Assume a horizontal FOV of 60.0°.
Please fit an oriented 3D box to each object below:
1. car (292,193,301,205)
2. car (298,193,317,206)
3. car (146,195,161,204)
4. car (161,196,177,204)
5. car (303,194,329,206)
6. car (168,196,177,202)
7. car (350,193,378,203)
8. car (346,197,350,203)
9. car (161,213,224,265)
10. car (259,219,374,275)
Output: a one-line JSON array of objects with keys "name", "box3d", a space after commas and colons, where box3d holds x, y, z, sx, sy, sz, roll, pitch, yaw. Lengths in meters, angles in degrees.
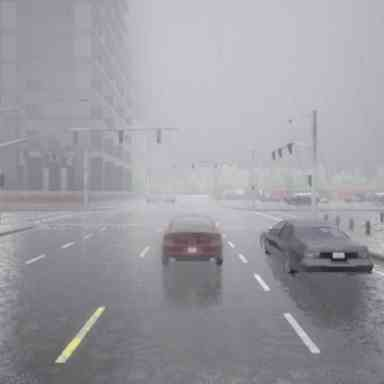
[{"name": "car", "box3d": [24.188, 1.307, 69.990, 4.605, 1.855, 1.932, 0, 0, 0]}, {"name": "car", "box3d": [24.253, 1.514, 67.306, 3.905, 1.438, 1.784, 0, 0, 0]}, {"name": "car", "box3d": [-8.060, 1.598, 66.564, 2.128, 1.511, 4.902, 0, 0, 0]}, {"name": "car", "box3d": [-4.562, 1.571, 66.637, 1.882, 1.535, 5.008, 0, 0, 0]}, {"name": "car", "box3d": [24.269, 1.542, 64.411, 3.806, 1.475, 1.970, 0, 0, 0]}, {"name": "car", "box3d": [-4.752, 1.625, 82.183, 2.033, 1.411, 5.357, 0, 0, -1]}, {"name": "car", "box3d": [39.217, 1.315, 75.626, 4.605, 1.855, 1.932, 0, 0, 0]}, {"name": "car", "box3d": [39.265, 1.530, 78.523, 3.905, 1.438, 1.784, 0, 0, 0]}, {"name": "car", "box3d": [0.009, 1.495, 11.816, 1.882, 1.535, 5.008, 0, 0, 0]}, {"name": "car", "box3d": [3.510, 1.563, 10.461, 2.033, 1.411, 5.357, 0, 0, 0]}]
